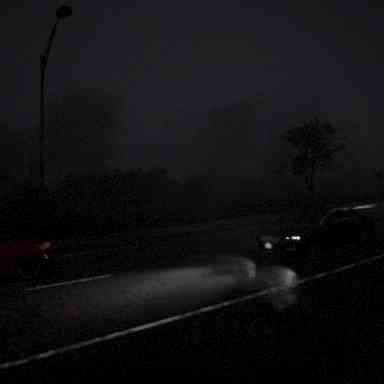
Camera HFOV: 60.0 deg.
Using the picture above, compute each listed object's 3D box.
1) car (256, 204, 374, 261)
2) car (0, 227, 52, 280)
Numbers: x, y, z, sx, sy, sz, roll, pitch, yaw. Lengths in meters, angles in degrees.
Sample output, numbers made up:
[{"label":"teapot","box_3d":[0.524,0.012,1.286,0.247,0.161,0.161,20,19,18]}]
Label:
[{"label":"car","box_3d":[4.258,1.217,11.272,4.902,1.511,2.128,-3,2,-35]},{"label":"car","box_3d":[-5.825,1.561,8.419,4.181,1.385,1.994,-1,0,-35]}]
